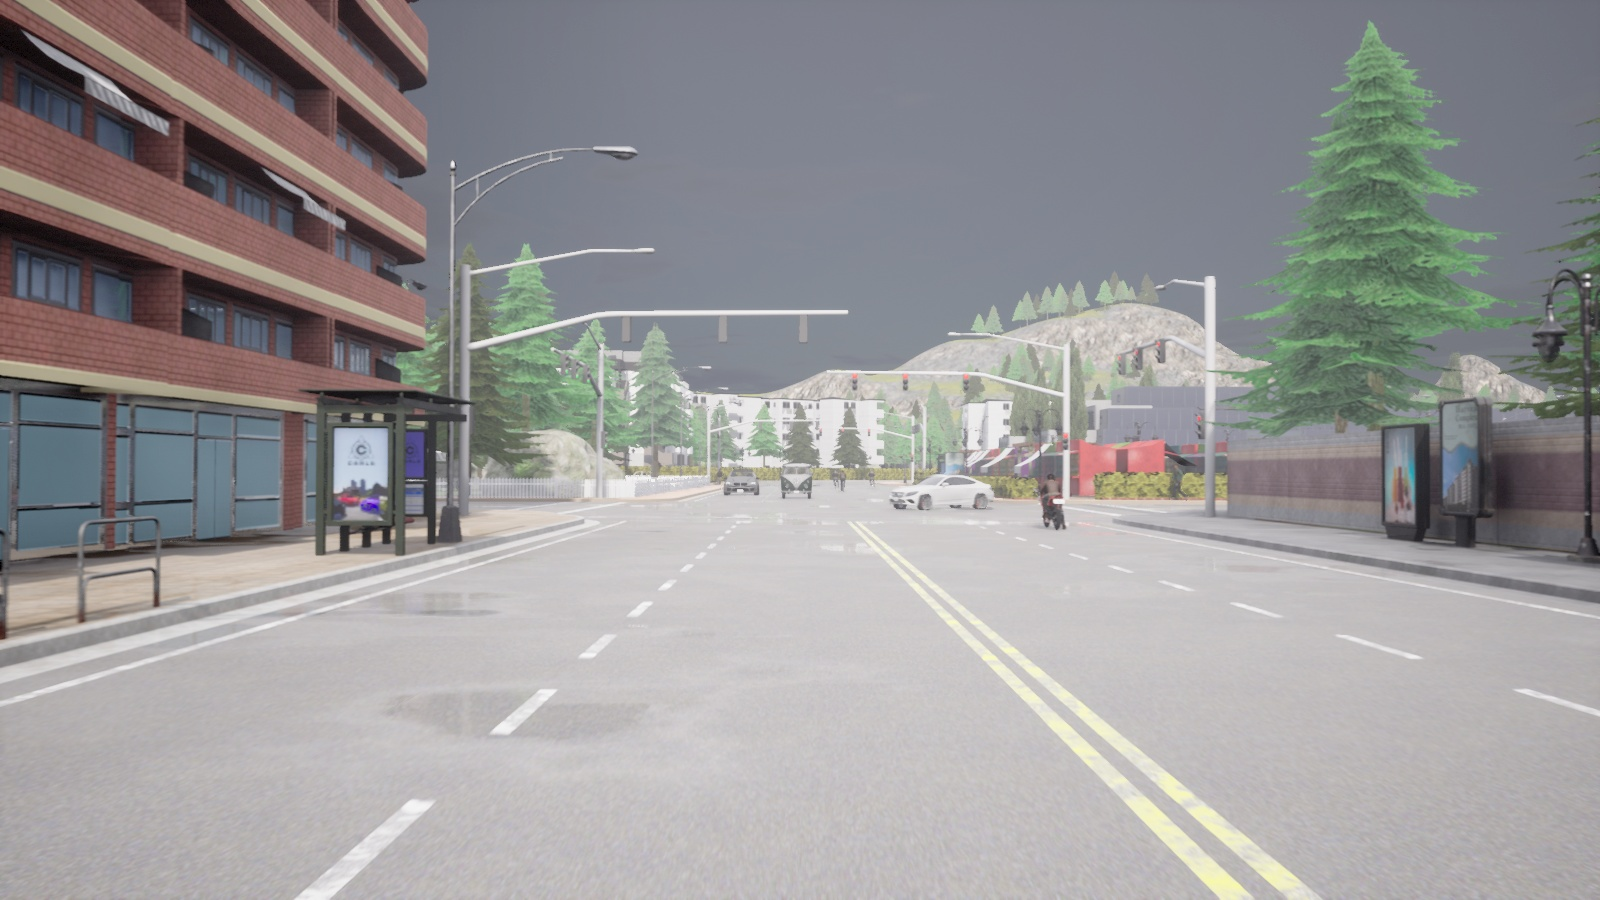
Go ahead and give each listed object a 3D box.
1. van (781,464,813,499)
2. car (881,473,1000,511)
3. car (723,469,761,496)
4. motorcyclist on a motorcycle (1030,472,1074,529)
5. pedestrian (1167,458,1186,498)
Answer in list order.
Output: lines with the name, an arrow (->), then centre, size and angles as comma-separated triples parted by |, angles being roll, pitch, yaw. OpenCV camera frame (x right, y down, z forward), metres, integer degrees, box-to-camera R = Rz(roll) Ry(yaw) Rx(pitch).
van -> -0.182, 1.793, 72.153 | 1.775, 1.987, 4.442 | 0, -1, 0
car -> 5.726, 1.675, 51.017 | 4.674, 1.442, 1.812 | 0, -1, -32
car -> -3.703, 2.041, 80.573 | 2.242, 1.667, 4.611 | 0, -1, 0
motorcyclist on a motorcycle -> 6.912, 1.355, 34.530 | 0.797, 1.523, 2.044 | 0, -1, 0
pedestrian -> 18.280, 1.376, 61.027 | 0.788, 1.949, 0.423 | 0, -1, 3
